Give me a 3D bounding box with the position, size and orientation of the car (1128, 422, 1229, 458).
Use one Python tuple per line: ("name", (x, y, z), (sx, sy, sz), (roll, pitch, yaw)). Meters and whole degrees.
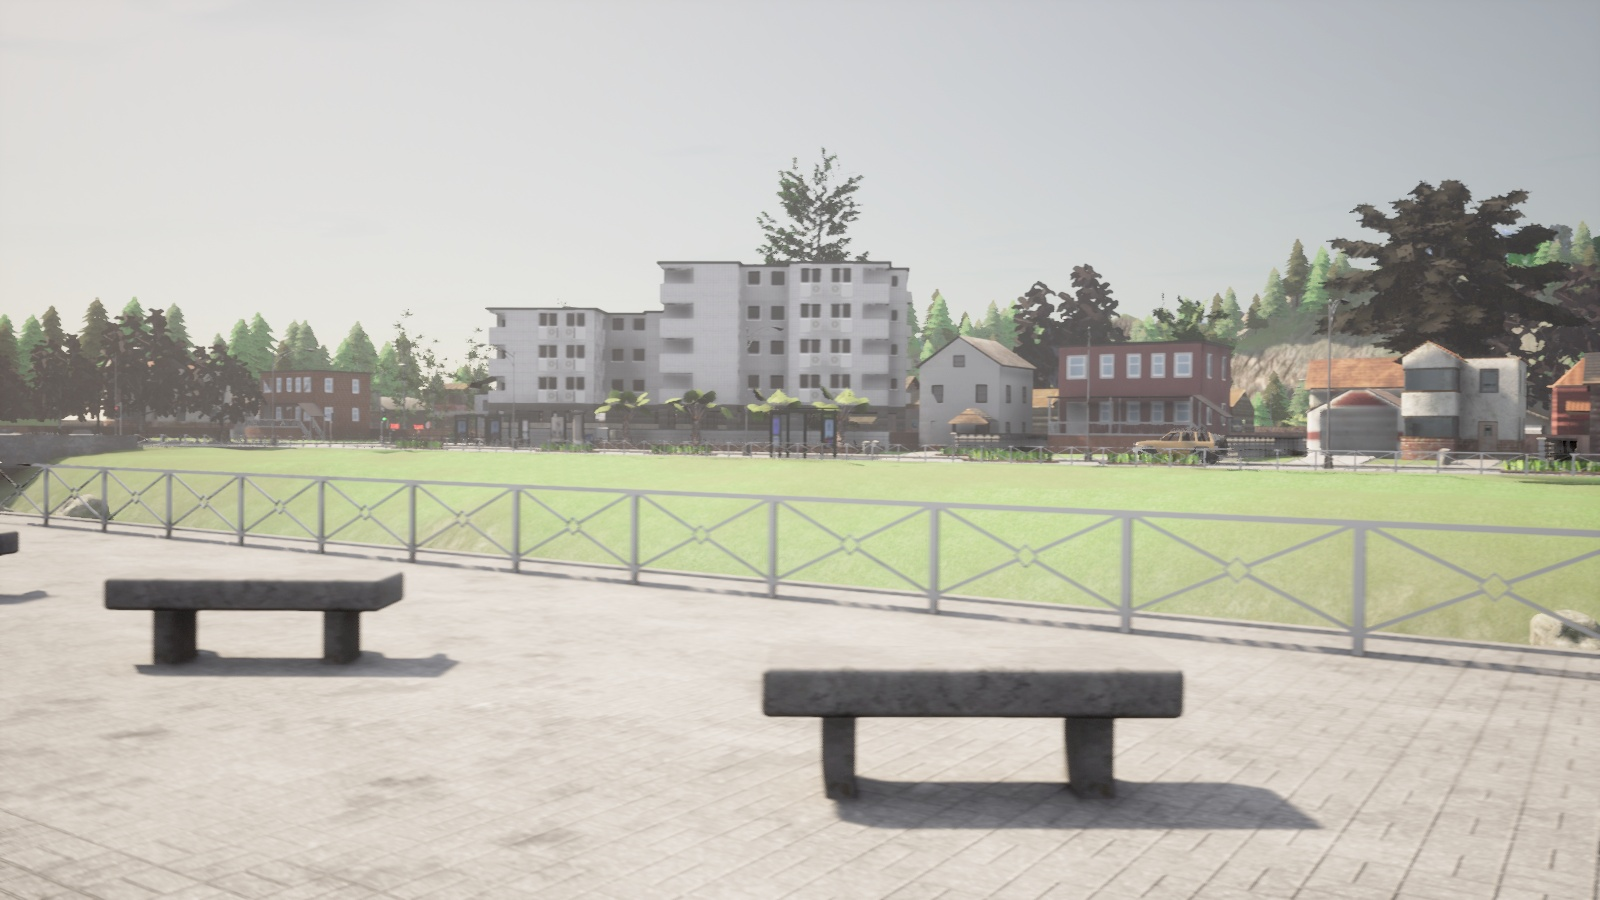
("car", (19.644, -0.520, 65.233), (4.605, 1.855, 1.932), (0, 1, 34))
